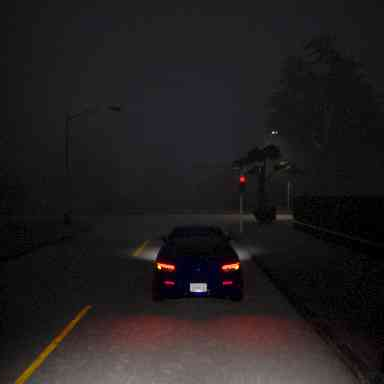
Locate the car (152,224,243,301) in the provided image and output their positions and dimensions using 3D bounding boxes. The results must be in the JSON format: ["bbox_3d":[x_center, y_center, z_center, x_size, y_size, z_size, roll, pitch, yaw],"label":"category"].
[{"bbox_3d":[0.122,1.526,8.192,1.812,1.442,4.674,0,0,0],"label":"car"}]
